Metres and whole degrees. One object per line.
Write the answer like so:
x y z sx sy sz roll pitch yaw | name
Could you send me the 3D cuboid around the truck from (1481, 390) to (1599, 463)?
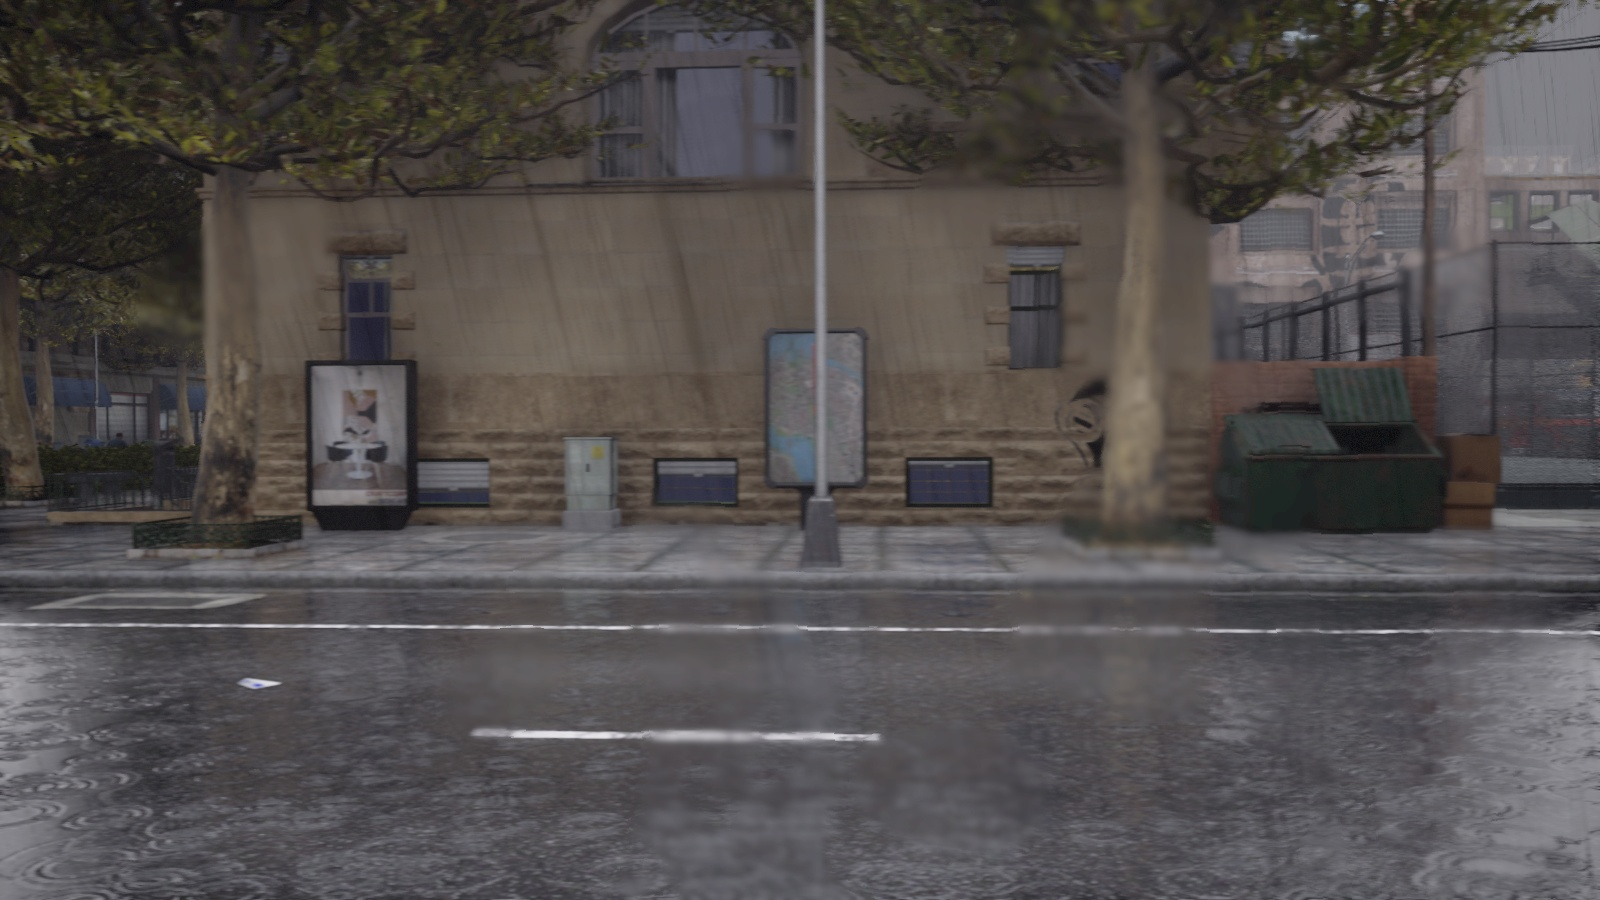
41.469 -1.304 69.903 2.891 3.827 8.468 0 1 4 | truck
